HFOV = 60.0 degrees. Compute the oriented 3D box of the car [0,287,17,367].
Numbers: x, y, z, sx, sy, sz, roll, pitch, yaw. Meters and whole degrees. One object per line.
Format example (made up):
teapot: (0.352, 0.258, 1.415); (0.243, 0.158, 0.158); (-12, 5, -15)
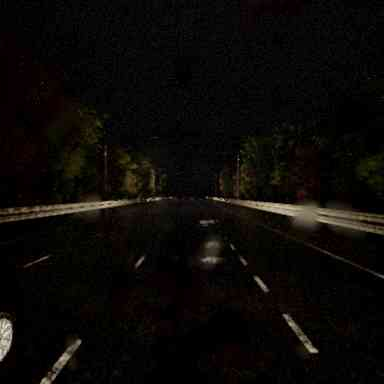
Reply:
car: (-3.403, 1.502, 2.720); (1.882, 1.535, 5.008); (0, 0, 0)
